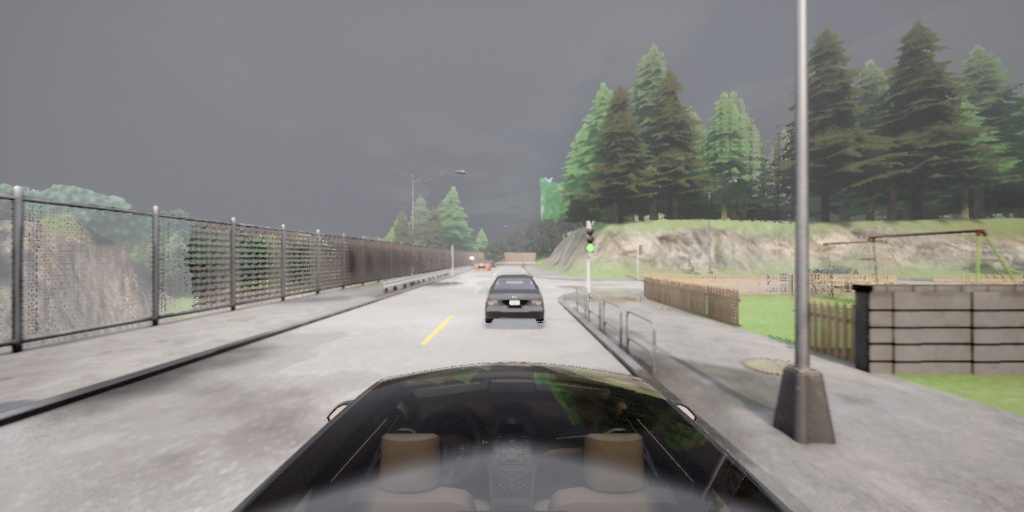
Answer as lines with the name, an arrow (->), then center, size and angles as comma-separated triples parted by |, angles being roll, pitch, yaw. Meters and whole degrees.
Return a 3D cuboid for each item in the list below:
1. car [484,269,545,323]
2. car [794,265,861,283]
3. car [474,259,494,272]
car -> 0.081, 1.334, 12.321 | 2.033, 1.411, 5.357 | 0, 0, 0
car -> 24.757, 1.405, 28.293 | 4.181, 1.385, 1.994 | 0, 0, 0
car -> -4.091, 1.270, 50.509 | 2.097, 1.767, 4.553 | 0, 0, 0
